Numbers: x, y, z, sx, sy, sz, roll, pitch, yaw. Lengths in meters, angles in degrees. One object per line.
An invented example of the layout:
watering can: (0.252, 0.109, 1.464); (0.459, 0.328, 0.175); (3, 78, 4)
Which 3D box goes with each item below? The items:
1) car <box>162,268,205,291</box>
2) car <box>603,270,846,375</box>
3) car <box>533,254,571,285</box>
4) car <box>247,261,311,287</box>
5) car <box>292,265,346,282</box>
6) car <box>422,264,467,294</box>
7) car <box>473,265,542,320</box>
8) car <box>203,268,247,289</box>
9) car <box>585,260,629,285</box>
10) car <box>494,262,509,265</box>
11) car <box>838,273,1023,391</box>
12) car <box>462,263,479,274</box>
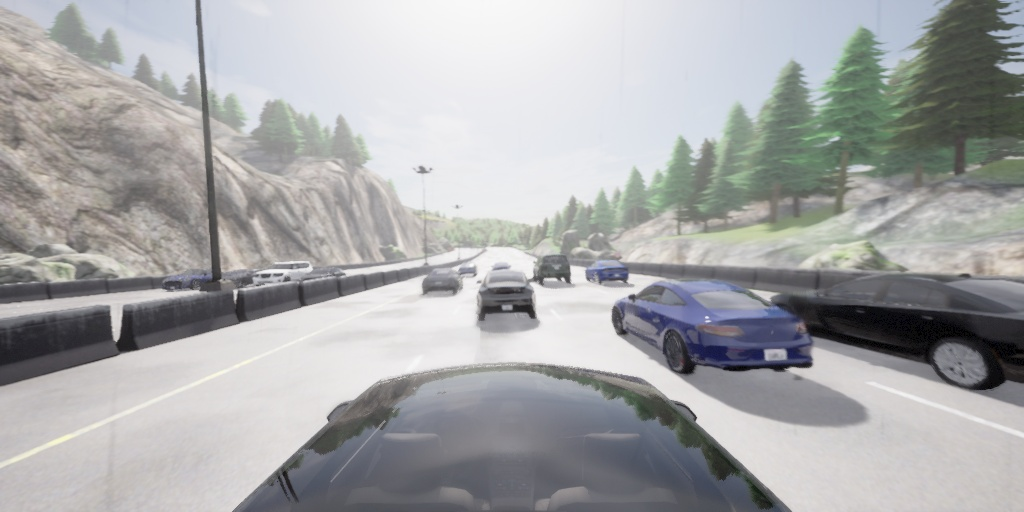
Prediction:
car: (-25.507, 1.799, 29.079); (2.097, 1.767, 4.553); (-2, 0, -2)
car: (3.484, 1.177, 7.166); (1.812, 1.442, 4.674); (-2, 0, -2)
car: (2.798, 0.885, 25.865); (2.150, 2.045, 5.566); (-2, 0, -2)
car: (-18.527, 1.474, 29.486); (2.150, 2.045, 5.566); (-2, 0, -2)
car: (-14.987, 1.659, 28.636); (1.837, 1.490, 4.892); (-2, 0, -2)
car: (-4.030, 1.419, 21.299); (1.994, 1.385, 4.181); (-2, 0, -2)
car: (-0.225, 1.257, 12.830); (1.837, 1.490, 4.892); (-2, 0, -2)
car: (-22.013, 1.842, 29.405); (2.128, 1.511, 4.902); (-2, 0, -2)
car: (6.355, 1.043, 24.505); (1.882, 1.535, 5.008); (-2, 0, -2)
car: (-0.967, 1.291, 33.449); (1.812, 1.442, 4.674); (-2, 0, -2)
car: (7.008, 1.031, 6.381); (1.882, 1.535, 5.008); (-2, 0, -2)
car: (-4.644, 1.413, 38.359); (2.033, 1.411, 5.357); (-2, 0, -2)
